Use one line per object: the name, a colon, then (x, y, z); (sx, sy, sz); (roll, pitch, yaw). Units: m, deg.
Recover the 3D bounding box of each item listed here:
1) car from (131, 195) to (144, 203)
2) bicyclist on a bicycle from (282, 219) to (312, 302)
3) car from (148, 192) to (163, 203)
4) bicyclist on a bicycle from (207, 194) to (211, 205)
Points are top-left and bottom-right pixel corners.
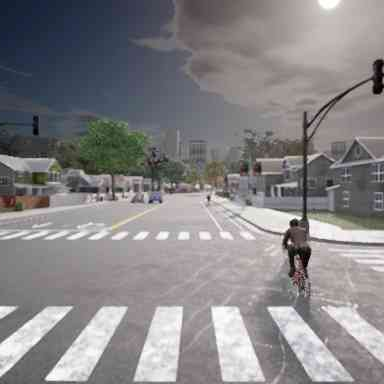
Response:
car: (-9.590, 1.239, 58.945); (1.812, 1.442, 4.674); (0, 0, 0)
bicyclist on a bicycle: (2.271, 1.422, 7.229); (0.582, 1.620, 1.656); (0, 0, 0)
car: (-6.340, 0.934, 58.904); (2.150, 2.045, 5.566); (0, 0, 0)
bicyclist on a bicycle: (2.379, 1.144, 47.071); (0.659, 1.776, 1.843); (0, 1, 0)
